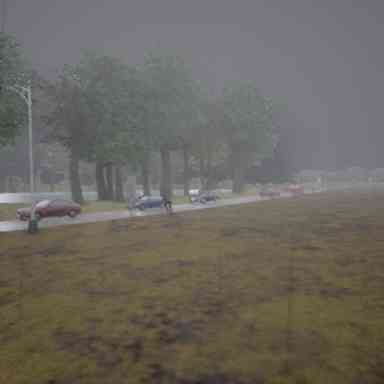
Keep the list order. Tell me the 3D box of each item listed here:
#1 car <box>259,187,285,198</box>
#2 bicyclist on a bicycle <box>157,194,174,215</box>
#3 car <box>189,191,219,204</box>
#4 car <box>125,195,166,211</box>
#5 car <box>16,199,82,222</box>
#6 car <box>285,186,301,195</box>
[{"bbox_3d":[11.853,0.026,50.366,2.128,1.511,4.902,-1,1,35],"label":"car"},{"bbox_3d":[-2.055,0.970,25.477,1.656,1.620,0.582,-1,1,35],"label":"bicyclist on a bicycle"},{"bbox_3d":[1.525,0.603,40.869,2.128,1.511,4.902,-1,1,35],"label":"car"},{"bbox_3d":[-4.403,1.000,32.503,1.812,1.442,4.674,-1,1,35],"label":"car"},{"bbox_3d":[-10.290,1.265,24.205,1.812,1.442,4.674,-1,0,35],"label":"car"},{"bbox_3d":[17.820,-0.397,58.799,1.882,1.535,5.008,-1,2,35],"label":"car"}]
